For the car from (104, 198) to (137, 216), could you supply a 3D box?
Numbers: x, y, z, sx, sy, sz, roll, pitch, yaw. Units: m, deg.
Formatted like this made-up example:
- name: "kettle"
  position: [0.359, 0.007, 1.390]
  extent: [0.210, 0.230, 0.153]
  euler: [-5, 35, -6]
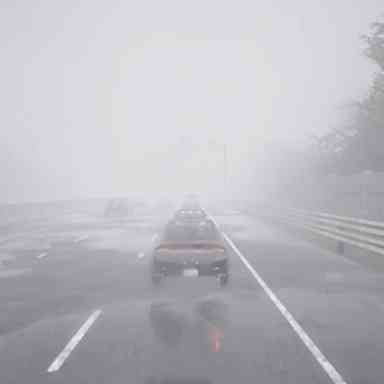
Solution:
- name: "car"
  position: [-7.038, 1.321, 32.562]
  extent: [2.097, 1.767, 4.553]
  euler: [0, 0, 0]

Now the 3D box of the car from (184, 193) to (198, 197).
- name: "car"
  position: [-0.091, 1.182, 44.466]
  extent: [2.150, 2.045, 5.566]
  euler: [0, 0, 0]

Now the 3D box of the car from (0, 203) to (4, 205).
- name: "car"
  position: [-17.663, 1.574, 28.911]
  extent: [1.895, 1.301, 4.718]
  euler: [0, 0, 0]

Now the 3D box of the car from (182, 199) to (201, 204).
- name: "car"
  position: [-0.110, 1.523, 26.088]
  extent: [2.033, 1.411, 5.357]
  euler: [0, 0, 0]

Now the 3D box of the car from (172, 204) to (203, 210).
- name: "car"
  position: [-0.074, 1.583, 18.833]
  extent: [1.895, 1.301, 4.718]
  euler: [0, 0, 0]

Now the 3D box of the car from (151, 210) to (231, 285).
- name: "car"
  position: [-0.036, 1.483, 9.428]
  extent: [2.128, 1.511, 4.902]
  euler: [0, 0, 0]

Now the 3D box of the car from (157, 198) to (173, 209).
- name: "car"
  position: [-3.591, 1.507, 44.430]
  extent: [2.033, 1.411, 5.357]
  euler: [0, 0, 0]

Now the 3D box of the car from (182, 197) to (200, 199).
- name: "car"
  position: [-0.037, 1.533, 33.517]
  extent: [1.994, 1.385, 4.181]
  euler: [0, 0, -1]

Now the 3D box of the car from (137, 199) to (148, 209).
- name: "car"
  position: [-7.090, 1.559, 45.137]
  extent: [1.895, 1.301, 4.718]
  euler: [0, 0, 0]
